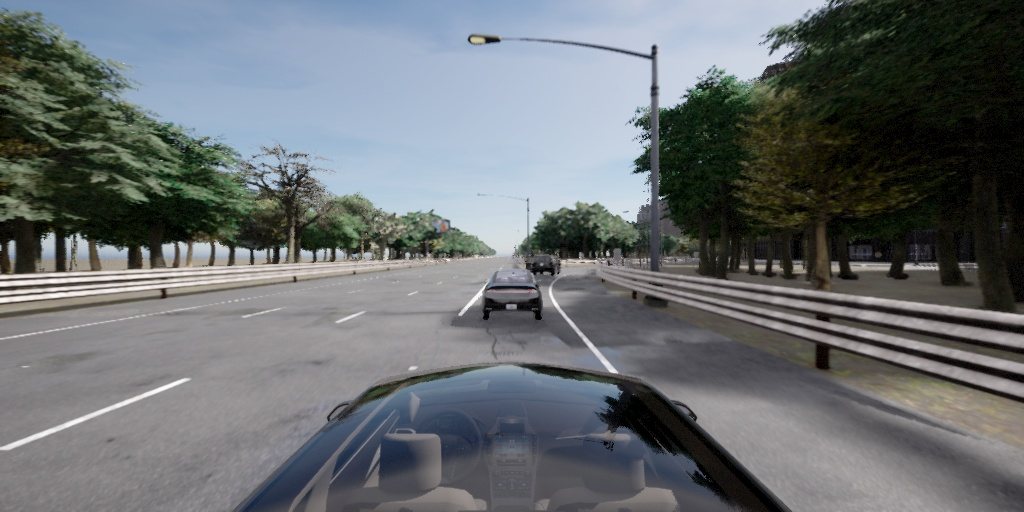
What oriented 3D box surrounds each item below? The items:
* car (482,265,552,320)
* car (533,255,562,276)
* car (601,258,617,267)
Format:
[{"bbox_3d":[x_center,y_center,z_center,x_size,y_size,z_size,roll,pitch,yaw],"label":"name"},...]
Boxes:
[{"bbox_3d":[0.053,1.229,12.631,2.128,1.511,4.902,0,0,2],"label":"car"},{"bbox_3d":[3.572,0.936,36.196,2.150,2.045,5.566,0,-1,17],"label":"car"},{"bbox_3d":[17.038,1.164,62.955,1.837,1.490,4.892,-1,0,37],"label":"car"}]
